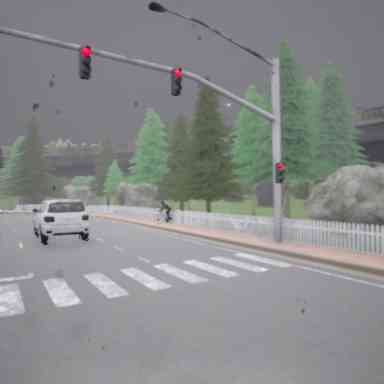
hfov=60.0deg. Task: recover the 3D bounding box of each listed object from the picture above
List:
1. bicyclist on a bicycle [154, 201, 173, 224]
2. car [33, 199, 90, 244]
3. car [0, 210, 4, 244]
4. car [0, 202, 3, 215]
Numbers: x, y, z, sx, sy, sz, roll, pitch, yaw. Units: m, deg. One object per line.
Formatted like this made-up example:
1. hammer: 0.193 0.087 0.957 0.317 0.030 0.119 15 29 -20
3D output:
1. bicyclist on a bicycle: -1.899 1.436 23.302 1.656 1.620 0.582 -1 0 -29
2. car: -6.904 1.404 17.389 2.150 2.045 5.566 -1 0 -30
3. car: -10.762 1.461 16.600 2.150 2.045 5.566 -1 0 -30
4. car: -26.392 2.113 41.716 4.902 1.511 2.128 -1 0 22
